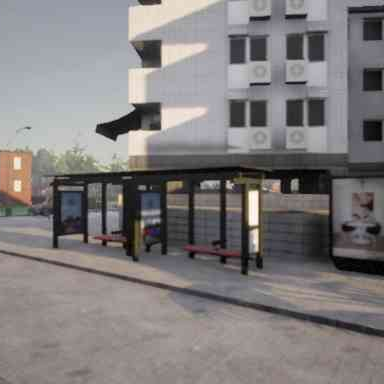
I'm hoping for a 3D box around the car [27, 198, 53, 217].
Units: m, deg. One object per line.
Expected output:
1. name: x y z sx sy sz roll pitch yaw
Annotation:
1. car: -13.043 1.341 31.438 2.097 1.767 4.553 0 0 36
